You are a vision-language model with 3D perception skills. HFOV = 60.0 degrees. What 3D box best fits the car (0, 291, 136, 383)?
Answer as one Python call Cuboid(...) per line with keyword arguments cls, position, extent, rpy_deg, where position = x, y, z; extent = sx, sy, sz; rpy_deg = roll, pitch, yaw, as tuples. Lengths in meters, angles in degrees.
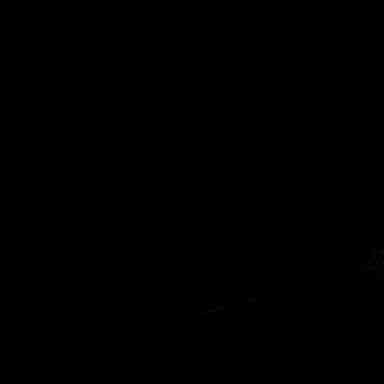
Cuboid(cls="car", position=(-2.815, 1.479, 1.983), extent=(5.008, 1.535, 1.882), rpy_deg=(0, 0, -35))
